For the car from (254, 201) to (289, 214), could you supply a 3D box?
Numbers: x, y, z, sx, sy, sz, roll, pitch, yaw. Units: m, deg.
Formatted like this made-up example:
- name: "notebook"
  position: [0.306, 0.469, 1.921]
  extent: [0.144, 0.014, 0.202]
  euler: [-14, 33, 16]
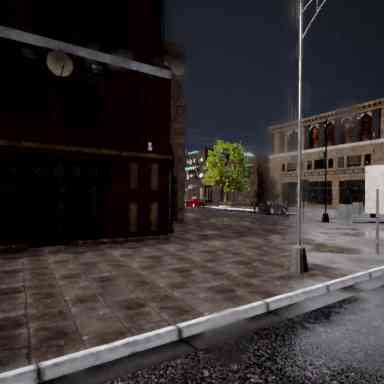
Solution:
- name: "car"
  position: [8.480, 1.624, 35.978]
  extent: [2.008, 1.369, 4.403]
  euler: [1, -1, -27]

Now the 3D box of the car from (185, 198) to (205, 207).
- name: "car"
  position: [0.398, 1.621, 51.452]
  extent: [1.887, 1.381, 4.507]
  euler: [1, -1, -27]
